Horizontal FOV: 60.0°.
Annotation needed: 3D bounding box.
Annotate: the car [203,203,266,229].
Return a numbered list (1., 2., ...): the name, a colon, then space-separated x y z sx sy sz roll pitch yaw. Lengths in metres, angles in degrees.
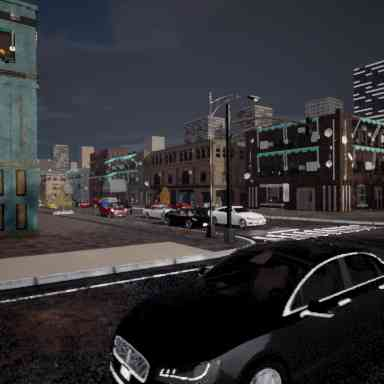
1. car: 3.098 1.722 23.680 1.812 1.442 4.674 -1 0 -37

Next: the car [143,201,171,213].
1. car: -4.762 1.966 44.573 1.802 1.307 4.206 -2 0 -36

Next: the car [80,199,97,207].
1. car: -20.854 2.228 67.091 1.887 1.381 4.507 -1 0 -36

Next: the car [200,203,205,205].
1. car: 1.673 1.810 35.566 2.008 1.369 4.403 -2 0 -36

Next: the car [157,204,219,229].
1. car: -0.393 1.815 23.835 1.947 1.339 4.313 -2 0 -36

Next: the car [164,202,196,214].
1. car: -1.545 1.904 40.070 1.802 1.307 4.206 -2 0 -36

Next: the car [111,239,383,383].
1. car: 1.328 1.504 4.643 4.892 1.490 1.837 0 0 -36

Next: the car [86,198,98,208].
1. car: -17.641 1.940 62.587 2.192 1.841 5.009 -1 0 -36

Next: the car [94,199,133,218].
1. car: -8.365 1.847 35.196 1.967 1.590 4.097 -1 0 -36

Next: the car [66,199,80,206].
1. car: -27.289 2.364 76.098 1.947 1.339 4.313 -1 0 -36

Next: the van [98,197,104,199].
1. van: -14.422 1.907 58.083 1.690 1.788 3.998 -1 0 -36

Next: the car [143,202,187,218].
1. car: -2.860 1.915 31.967 1.895 1.301 4.718 -1 0 -36

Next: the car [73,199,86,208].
1. car: -20.578 2.230 62.263 1.994 1.385 4.181 -1 0 -36

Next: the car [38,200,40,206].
1. car: -30.889 2.376 66.721 2.008 1.369 4.403 -1 0 -36

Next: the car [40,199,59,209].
1. car: -24.354 2.233 57.575 1.752 1.417 4.829 -1 0 -36
